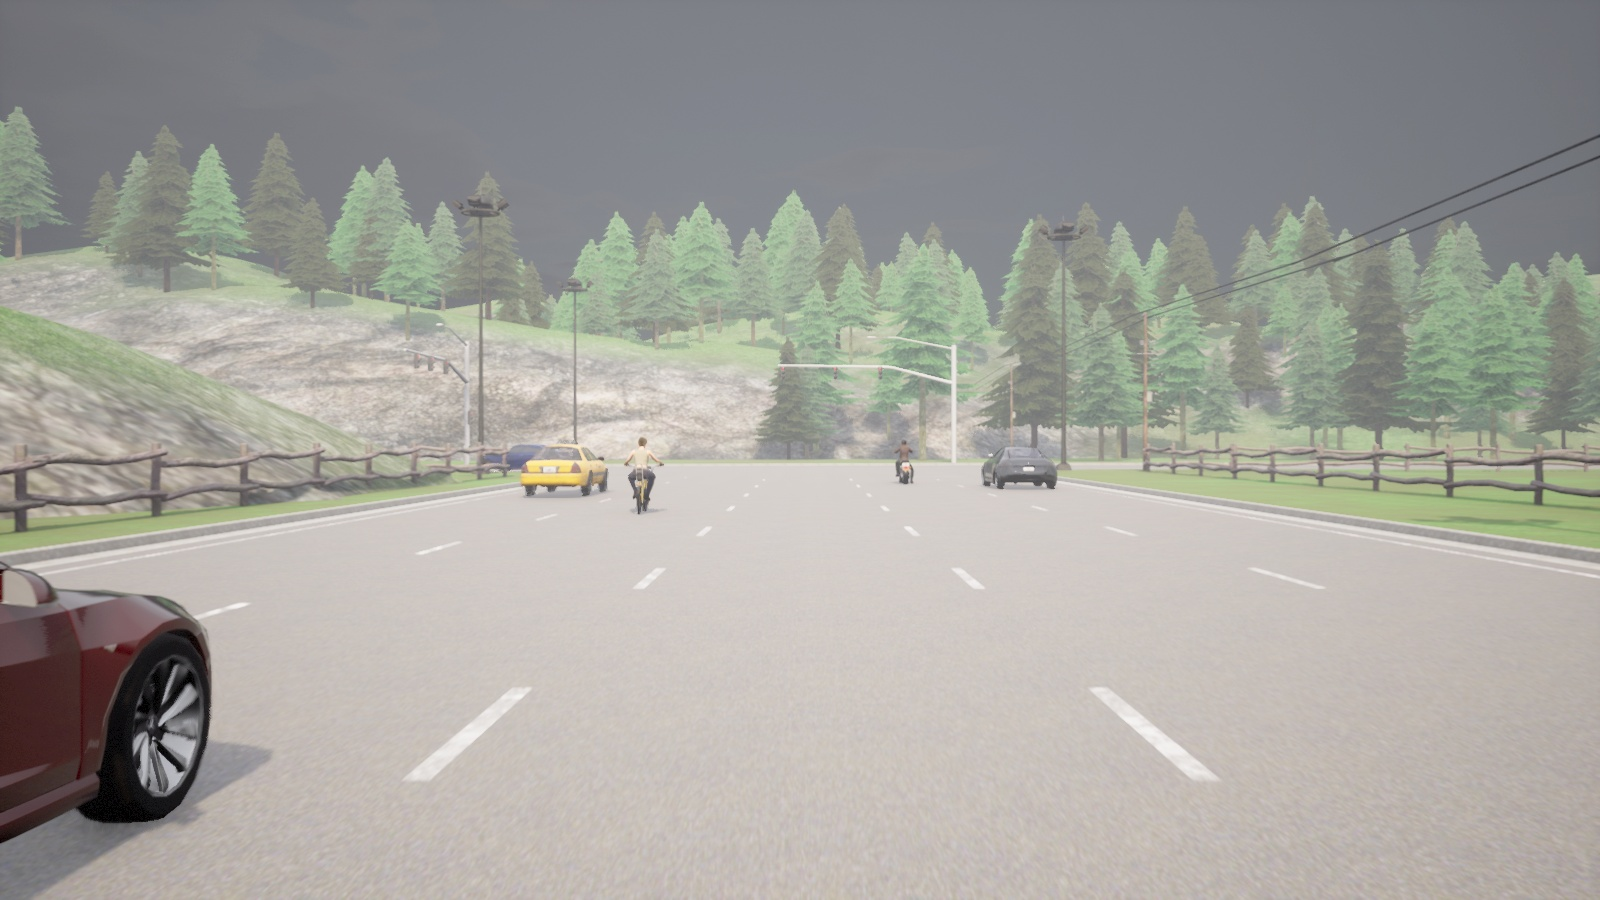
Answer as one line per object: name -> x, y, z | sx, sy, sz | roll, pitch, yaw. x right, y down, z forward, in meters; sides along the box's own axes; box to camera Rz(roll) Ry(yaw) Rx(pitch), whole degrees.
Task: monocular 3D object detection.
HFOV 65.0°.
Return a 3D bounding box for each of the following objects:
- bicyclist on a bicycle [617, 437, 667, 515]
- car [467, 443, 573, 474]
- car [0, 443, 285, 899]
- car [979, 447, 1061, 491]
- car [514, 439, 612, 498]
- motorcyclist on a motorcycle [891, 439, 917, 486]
bicyclist on a bicycle -> -3.338, 0.533, 26.655 | 0.866, 1.612, 1.509 | 0, 0, 1
car -> -13.522, 0.425, 60.769 | 4.674, 1.442, 1.812 | 0, -1, 13
car -> -3.466, 0.725, 3.388 | 2.163, 1.488, 4.792 | 0, 0, 0
car -> 7.252, 0.585, 41.808 | 1.994, 1.385, 4.181 | 0, 0, 0
car -> -6.778, 0.478, 36.469 | 1.801, 1.575, 5.366 | 0, 0, 0
motorcyclist on a motorcycle -> 3.774, 0.448, 45.596 | 0.766, 1.649, 2.350 | 0, 0, 0
